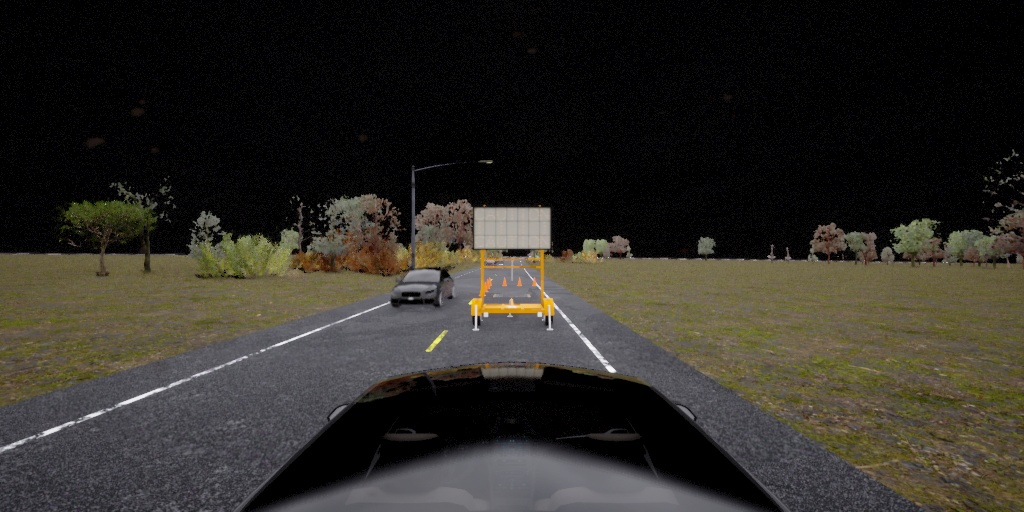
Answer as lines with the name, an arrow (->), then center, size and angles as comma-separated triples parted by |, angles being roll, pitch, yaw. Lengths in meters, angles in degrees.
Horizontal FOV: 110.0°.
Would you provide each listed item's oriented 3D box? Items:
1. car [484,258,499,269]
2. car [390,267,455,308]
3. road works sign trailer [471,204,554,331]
car -> -3.404, 1.309, 56.113 | 1.812, 1.442, 4.674 | 0, 0, 1
car -> -3.606, 1.261, 15.205 | 1.837, 1.490, 4.892 | 0, 0, 0
road works sign trailer -> 0.007, 0.218, 11.055 | 2.380, 3.560, 2.880 | 0, 0, -1
